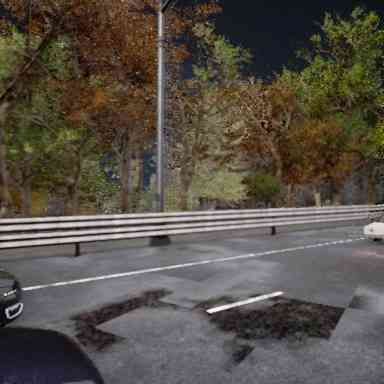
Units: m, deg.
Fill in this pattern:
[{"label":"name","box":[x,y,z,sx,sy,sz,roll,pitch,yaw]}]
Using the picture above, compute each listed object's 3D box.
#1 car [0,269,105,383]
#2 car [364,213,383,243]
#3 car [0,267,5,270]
[{"label":"car","box":[-2.561,1.551,1.905,4.181,1.385,1.994,0,0,-36]},{"label":"car","box":[9.826,1.386,14.973,4.718,1.301,1.895,-8,0,-35]},{"label":"car","box":[-4.997,1.478,4.451,4.892,1.490,1.837,1,0,-36]}]
